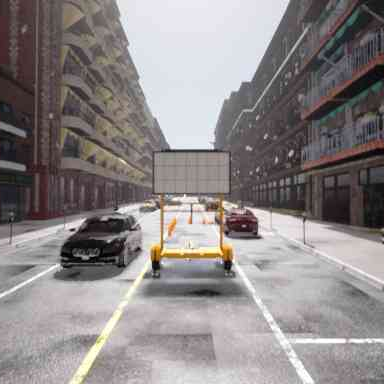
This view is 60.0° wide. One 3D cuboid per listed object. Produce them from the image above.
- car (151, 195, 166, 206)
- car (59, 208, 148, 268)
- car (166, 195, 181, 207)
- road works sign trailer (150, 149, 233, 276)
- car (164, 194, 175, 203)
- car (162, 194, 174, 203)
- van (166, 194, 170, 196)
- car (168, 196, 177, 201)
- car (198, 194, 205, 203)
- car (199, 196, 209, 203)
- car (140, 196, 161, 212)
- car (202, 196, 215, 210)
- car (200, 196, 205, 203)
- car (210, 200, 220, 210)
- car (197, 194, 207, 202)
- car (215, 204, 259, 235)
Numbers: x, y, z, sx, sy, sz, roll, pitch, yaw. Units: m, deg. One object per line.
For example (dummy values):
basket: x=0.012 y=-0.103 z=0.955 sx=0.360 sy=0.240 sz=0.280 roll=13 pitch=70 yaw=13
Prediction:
car: x=-5.293 y=1.391 z=46.427 sx=2.192 sy=1.841 sz=5.009 roll=2 pitch=0 yaw=0
car: x=-2.850 y=1.512 z=11.327 sx=1.837 sy=1.490 sz=4.892 roll=0 pitch=0 yaw=0
car: x=-2.843 y=1.662 z=53.982 sx=1.994 sy=1.385 sz=4.181 roll=0 pitch=0 yaw=0
road works sign trailer: x=-0.010 y=0.471 z=10.382 sx=2.380 sy=3.560 sz=2.880 roll=0 pitch=0 yaw=0
car: x=-5.298 y=1.512 z=79.608 sx=2.192 sy=1.841 sz=5.009 roll=1 pitch=0 yaw=0
car: x=-5.297 y=1.488 z=74.078 sx=2.192 sy=1.841 sz=5.009 roll=1 pitch=0 yaw=0
van: x=-5.295 y=1.450 z=57.485 sx=1.690 sy=1.788 sz=3.998 roll=2 pitch=0 yaw=0
car: x=-5.305 y=1.815 z=90.669 sx=1.947 sy=1.339 sz=4.313 roll=1 pitch=0 yaw=0
car: x=2.579 y=1.673 z=62.956 sx=1.887 sy=1.381 sz=4.507 roll=1 pitch=0 yaw=0
car: x=2.588 y=1.613 z=74.018 sx=1.967 sy=1.590 sz=4.097 roll=1 pitch=0 yaw=0
car: x=-5.299 y=1.587 z=40.725 sx=1.752 sy=1.417 sz=4.829 roll=2 pitch=0 yaw=0
car: x=2.581 y=1.607 z=40.832 sx=1.887 sy=1.381 sz=4.507 roll=1 pitch=0 yaw=0
car: x=2.580 y=1.627 z=46.364 sx=2.008 sy=1.369 sz=4.403 roll=1 pitch=0 yaw=0
car: x=2.583 y=1.551 z=24.412 sx=1.752 sy=1.417 sz=4.829 roll=1 pitch=0 yaw=0
car: x=2.547 y=1.536 z=85.080 sx=2.192 sy=1.841 sz=5.009 roll=1 pitch=0 yaw=0
car: x=2.583 y=1.562 z=18.710 sx=1.887 sy=1.381 sz=4.507 roll=1 pitch=0 yaw=0
